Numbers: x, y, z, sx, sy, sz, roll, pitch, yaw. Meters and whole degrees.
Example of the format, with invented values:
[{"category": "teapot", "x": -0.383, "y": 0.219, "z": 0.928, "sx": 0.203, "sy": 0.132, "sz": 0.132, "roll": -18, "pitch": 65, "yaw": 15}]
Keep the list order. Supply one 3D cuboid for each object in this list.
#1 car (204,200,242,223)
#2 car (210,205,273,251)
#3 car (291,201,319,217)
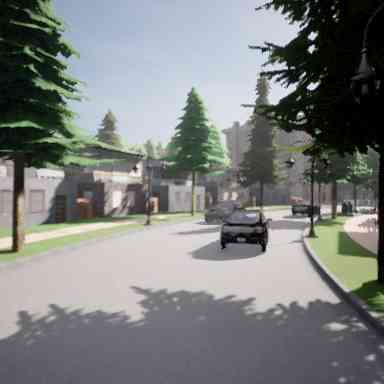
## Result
[{"category": "car", "x": 2.611, "y": 1.438, "z": 25.574, "sx": 2.097, "sy": 1.767, "sz": 4.553, "roll": 0, "pitch": 0, "yaw": 26}, {"category": "car", "x": 2.428, "y": 1.547, "z": 14.521, "sx": 2.128, "sy": 1.511, "sz": 4.902, "roll": 0, "pitch": 0, "yaw": 15}, {"category": "car", "x": 11.610, "y": 1.660, "z": 33.754, "sx": 2.128, "sy": 1.511, "sz": 4.902, "roll": 0, "pitch": 0, "yaw": 35}]
